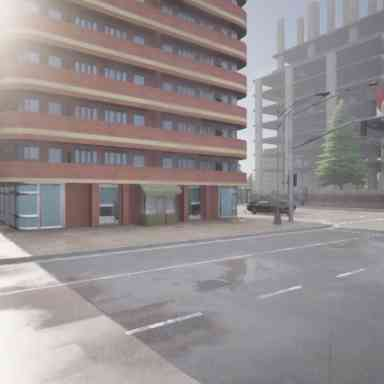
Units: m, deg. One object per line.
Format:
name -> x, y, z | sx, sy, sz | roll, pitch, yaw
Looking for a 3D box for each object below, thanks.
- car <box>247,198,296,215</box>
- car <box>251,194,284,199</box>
car -> 7.687, 1.601, 32.712 | 1.895, 1.301, 4.718 | 0, 0, -36
car -> 8.845, 1.222, 37.055 | 2.150, 2.045, 5.566 | 0, 0, -36
